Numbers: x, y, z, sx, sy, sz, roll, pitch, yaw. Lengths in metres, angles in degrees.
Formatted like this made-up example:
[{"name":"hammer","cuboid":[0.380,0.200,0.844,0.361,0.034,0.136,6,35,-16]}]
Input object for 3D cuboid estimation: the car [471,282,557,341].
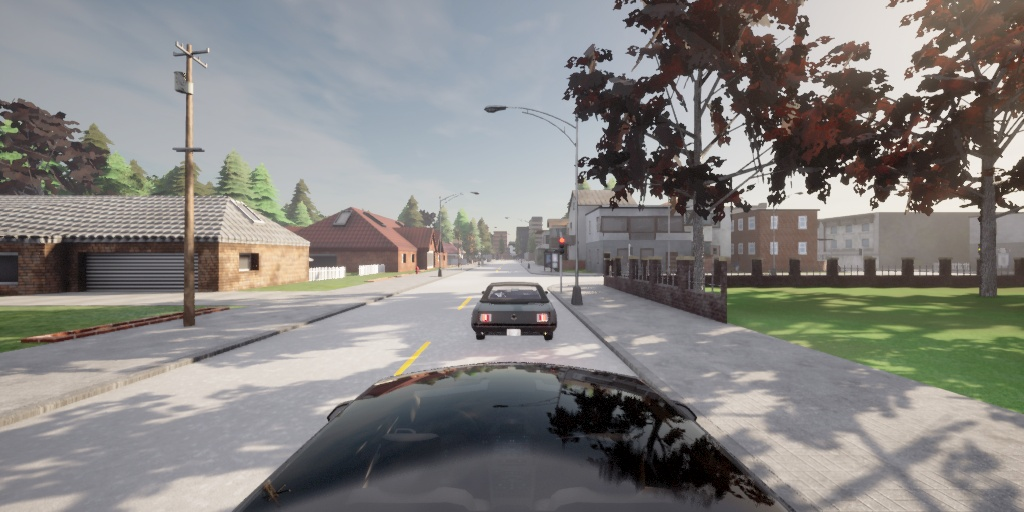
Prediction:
[{"name":"car","cuboid":[0.078,1.351,9.906,1.895,1.301,4.718,0,0,1]}]
